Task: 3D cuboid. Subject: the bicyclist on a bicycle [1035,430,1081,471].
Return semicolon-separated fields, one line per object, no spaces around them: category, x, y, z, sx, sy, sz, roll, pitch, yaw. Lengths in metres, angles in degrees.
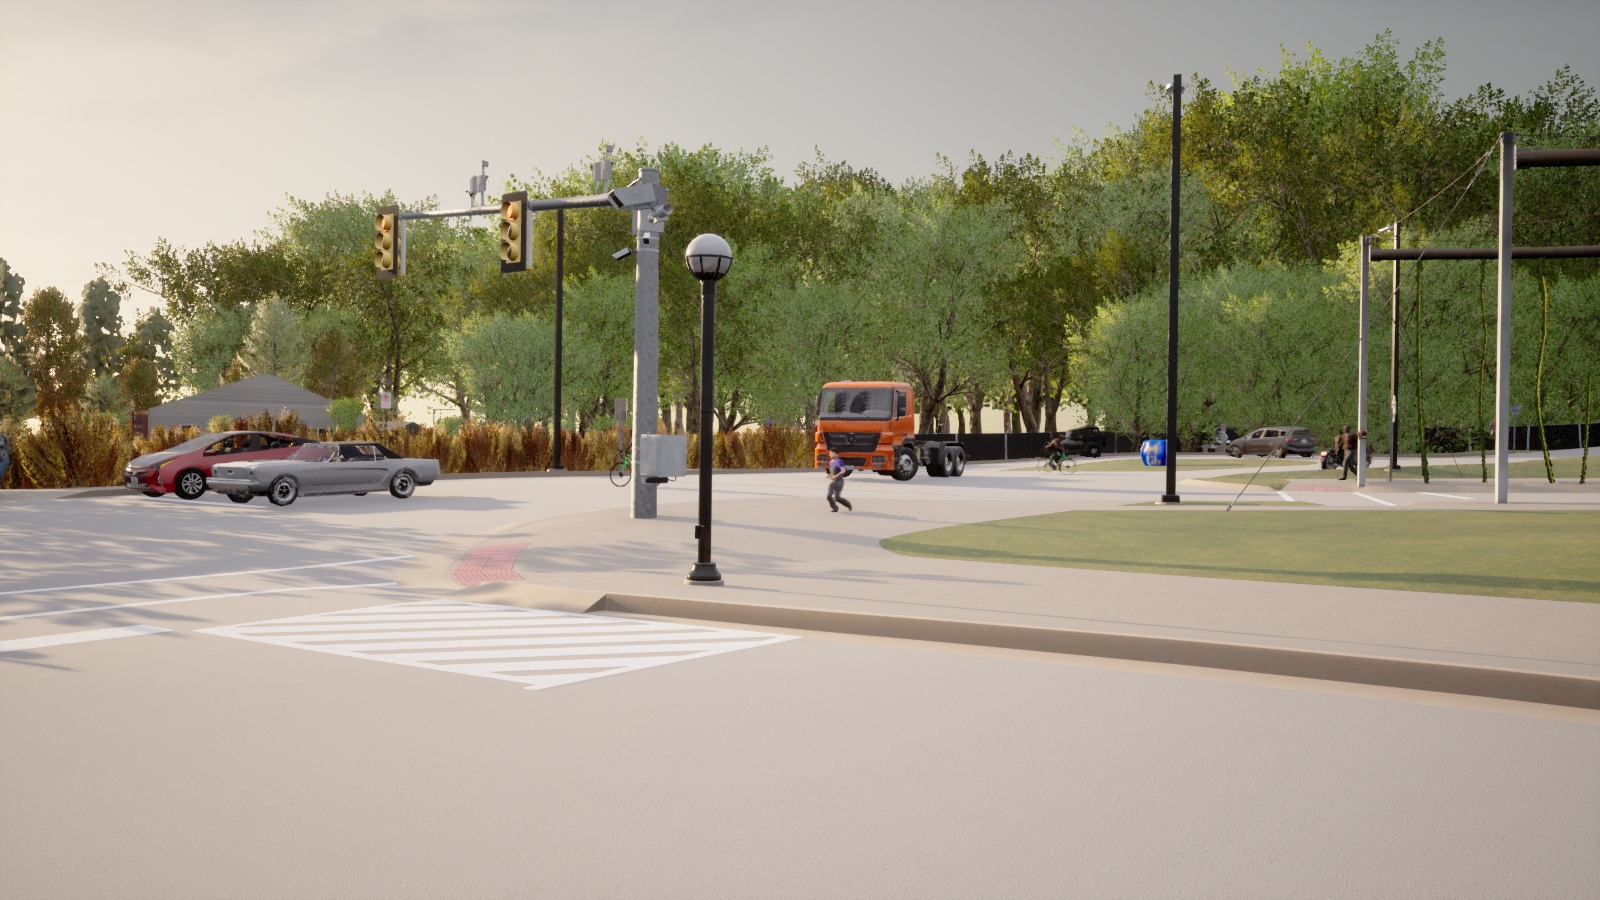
bicyclist on a bicycle;10.273;0.019;50.006;1.656;1.620;0.582;-1;-1;33

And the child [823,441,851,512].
child;0.663;0.467;22.566;0.437;1.263;0.270;0;0;-44

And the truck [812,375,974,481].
truck;3.541;-0.789;45.304;2.891;3.462;7.936;0;1;28

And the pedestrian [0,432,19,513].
pedestrian;-18.545;0.509;28.971;0.874;1.855;0.900;0;0;-32

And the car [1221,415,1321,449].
car;25.045;-0.926;66.900;2.242;1.667;4.611;-3;1;-28

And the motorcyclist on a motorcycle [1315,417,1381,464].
motorcyclist on a motorcycle;20.743;-0.371;47.527;2.350;1.649;0.766;-3;0;-21

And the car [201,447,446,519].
car;-10.370;0.656;27.668;1.895;1.301;4.718;0;2;37

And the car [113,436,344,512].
car;-13.417;0.513;29.721;2.007;1.525;4.514;0;2;37

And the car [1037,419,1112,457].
car;16.238;-0.690;74.483;3.866;1.878;1.905;-5;1;0

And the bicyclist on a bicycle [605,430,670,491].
bicyclist on a bicycle;-4.404;0.283;34.001;1.656;1.620;0.582;0;1;-33

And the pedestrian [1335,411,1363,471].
pedestrian;16.902;-0.277;38.652;0.720;1.854;0.376;0;0;-20
